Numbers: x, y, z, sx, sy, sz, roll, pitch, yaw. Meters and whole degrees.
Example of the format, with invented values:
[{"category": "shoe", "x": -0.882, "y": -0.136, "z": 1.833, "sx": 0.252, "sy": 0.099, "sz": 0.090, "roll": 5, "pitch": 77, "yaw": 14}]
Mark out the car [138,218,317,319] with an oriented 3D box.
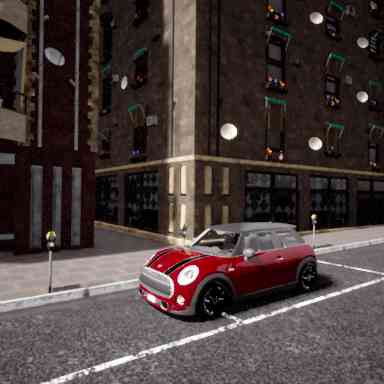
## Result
[{"category": "car", "x": 0.875, "y": 1.441, "z": 7.314, "sx": 4.097, "sy": 1.590, "sz": 1.967, "roll": 0, "pitch": 1, "yaw": -35}]
